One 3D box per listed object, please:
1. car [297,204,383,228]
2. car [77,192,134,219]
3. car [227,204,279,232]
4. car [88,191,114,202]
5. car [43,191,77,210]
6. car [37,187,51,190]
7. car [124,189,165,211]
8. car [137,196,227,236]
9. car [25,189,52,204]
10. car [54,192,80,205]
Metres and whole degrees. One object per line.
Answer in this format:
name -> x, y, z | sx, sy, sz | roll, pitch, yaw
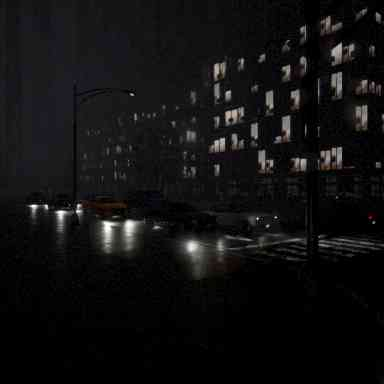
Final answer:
car -> 9.001, 1.403, 20.663 | 1.895, 1.301, 4.718 | 0, 1, -38
car -> -6.551, 1.058, 24.742 | 1.882, 1.535, 5.008 | 0, 1, -38
car -> 2.464, 1.368, 18.554 | 1.895, 1.301, 4.718 | 0, 1, -39
car -> -13.781, 0.597, 50.111 | 1.882, 1.535, 5.008 | 0, 1, -38
car -> -12.828, 0.898, 32.755 | 1.837, 1.490, 4.892 | 0, 1, -38
car -> -28.548, -0.025, 63.726 | 2.150, 2.045, 5.566 | 0, 1, -38
car -> -3.569, 0.810, 26.206 | 2.150, 2.045, 5.566 | 0, 1, -38
car -> -0.704, 1.231, 17.297 | 1.882, 1.535, 5.008 | 0, 1, -37
car -> -19.193, 0.707, 40.968 | 1.837, 1.490, 4.892 | 0, 1, -37
car -> -15.837, 0.749, 41.938 | 1.812, 1.442, 4.674 | 0, 1, -38
